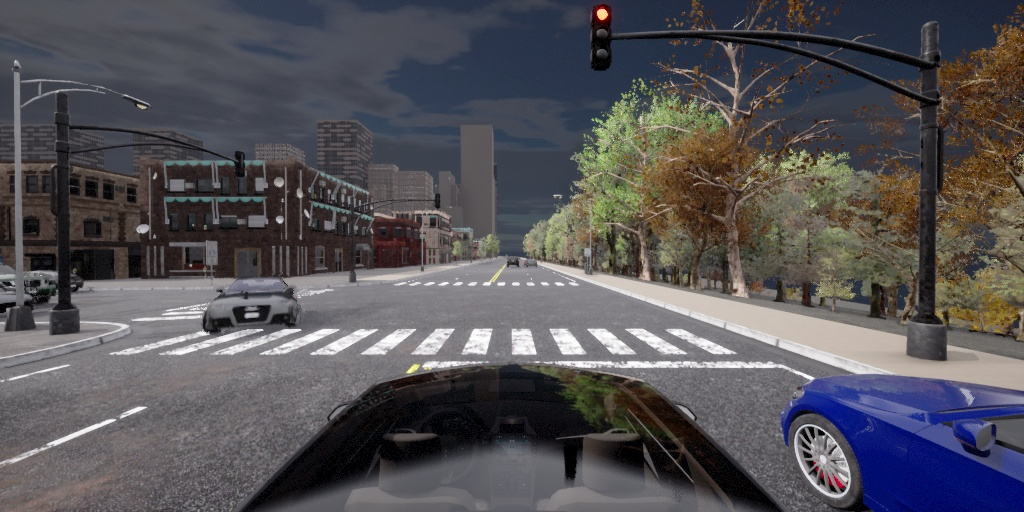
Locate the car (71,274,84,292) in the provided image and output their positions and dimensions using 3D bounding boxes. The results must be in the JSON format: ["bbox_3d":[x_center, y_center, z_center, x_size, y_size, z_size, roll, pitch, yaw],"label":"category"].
[{"bbox_3d":[-28.242,1.560,21.313,4.403,1.370,2.007,0,0,0],"label":"car"}]

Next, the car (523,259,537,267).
[{"bbox_3d":[3.470,1.218,63.887,2.128,1.511,4.902,0,0,0],"label":"car"}]

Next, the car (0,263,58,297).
[{"bbox_3d":[-23.470,1.234,15.501,5.566,2.045,2.150,-1,1,0],"label":"car"}]

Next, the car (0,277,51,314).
[{"bbox_3d":[-19.926,1.565,12.784,4.313,1.339,1.948,0,0,0],"label":"car"}]

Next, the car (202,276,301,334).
[{"bbox_3d":[-7.579,1.317,10.770,1.994,1.385,4.181,0,0,-31],"label":"car"}]

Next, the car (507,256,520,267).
[{"bbox_3d":[0.218,0.948,63.727,2.150,2.045,5.566,0,0,1],"label":"car"}]

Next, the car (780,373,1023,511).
[{"bbox_3d":[3.346,1.276,1.343,1.812,1.442,4.674,0,0,2],"label":"car"}]
